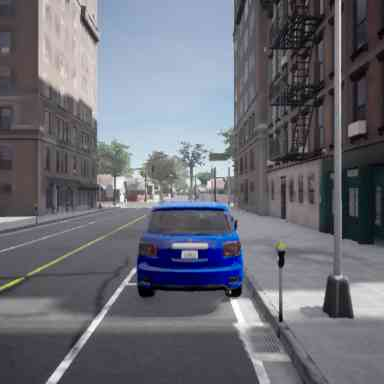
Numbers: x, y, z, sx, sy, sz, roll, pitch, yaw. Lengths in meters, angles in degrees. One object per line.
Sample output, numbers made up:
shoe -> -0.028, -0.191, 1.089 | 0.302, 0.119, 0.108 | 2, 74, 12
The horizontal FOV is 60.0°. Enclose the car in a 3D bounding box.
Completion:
car -> -0.039, 1.218, 8.680 | 2.150, 2.045, 5.566 | 0, 0, 0
